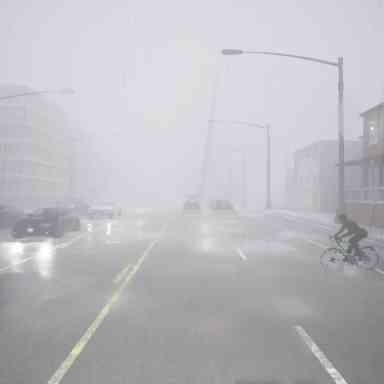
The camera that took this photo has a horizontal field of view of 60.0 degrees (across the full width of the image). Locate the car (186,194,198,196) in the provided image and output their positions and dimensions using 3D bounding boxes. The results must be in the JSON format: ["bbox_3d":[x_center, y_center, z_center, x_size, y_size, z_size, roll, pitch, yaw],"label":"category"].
[{"bbox_3d":[0.011,1.379,47.299,2.150,2.045,5.566,0,-2,1],"label":"car"}]

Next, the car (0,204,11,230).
[{"bbox_3d":[-10.598,1.420,17.763,1.812,1.442,4.674,0,1,0],"label":"car"}]

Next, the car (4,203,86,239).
[{"bbox_3d":[-7.100,1.473,16.592,1.994,1.385,4.181,0,1,0],"label":"car"}]

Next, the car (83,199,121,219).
[{"bbox_3d":[-7.085,1.358,27.427,1.812,1.442,4.674,0,0,0],"label":"car"}]

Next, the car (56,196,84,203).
[{"bbox_3d":[-10.582,1.187,28.956,2.097,1.767,4.553,0,0,0],"label":"car"}]

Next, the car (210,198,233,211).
[{"bbox_3d":[3.528,1.498,38.301,1.994,1.385,4.181,0,-1,0],"label":"car"}]

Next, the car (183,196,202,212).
[{"bbox_3d":[0.015,1.438,37.006,1.812,1.442,4.674,0,-1,1],"label":"car"}]

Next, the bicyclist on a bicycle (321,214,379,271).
[{"bbox_3d":[4.443,1.434,9.403,1.656,1.620,0.582,-2,0,0],"label":"bicyclist on a bicycle"}]
